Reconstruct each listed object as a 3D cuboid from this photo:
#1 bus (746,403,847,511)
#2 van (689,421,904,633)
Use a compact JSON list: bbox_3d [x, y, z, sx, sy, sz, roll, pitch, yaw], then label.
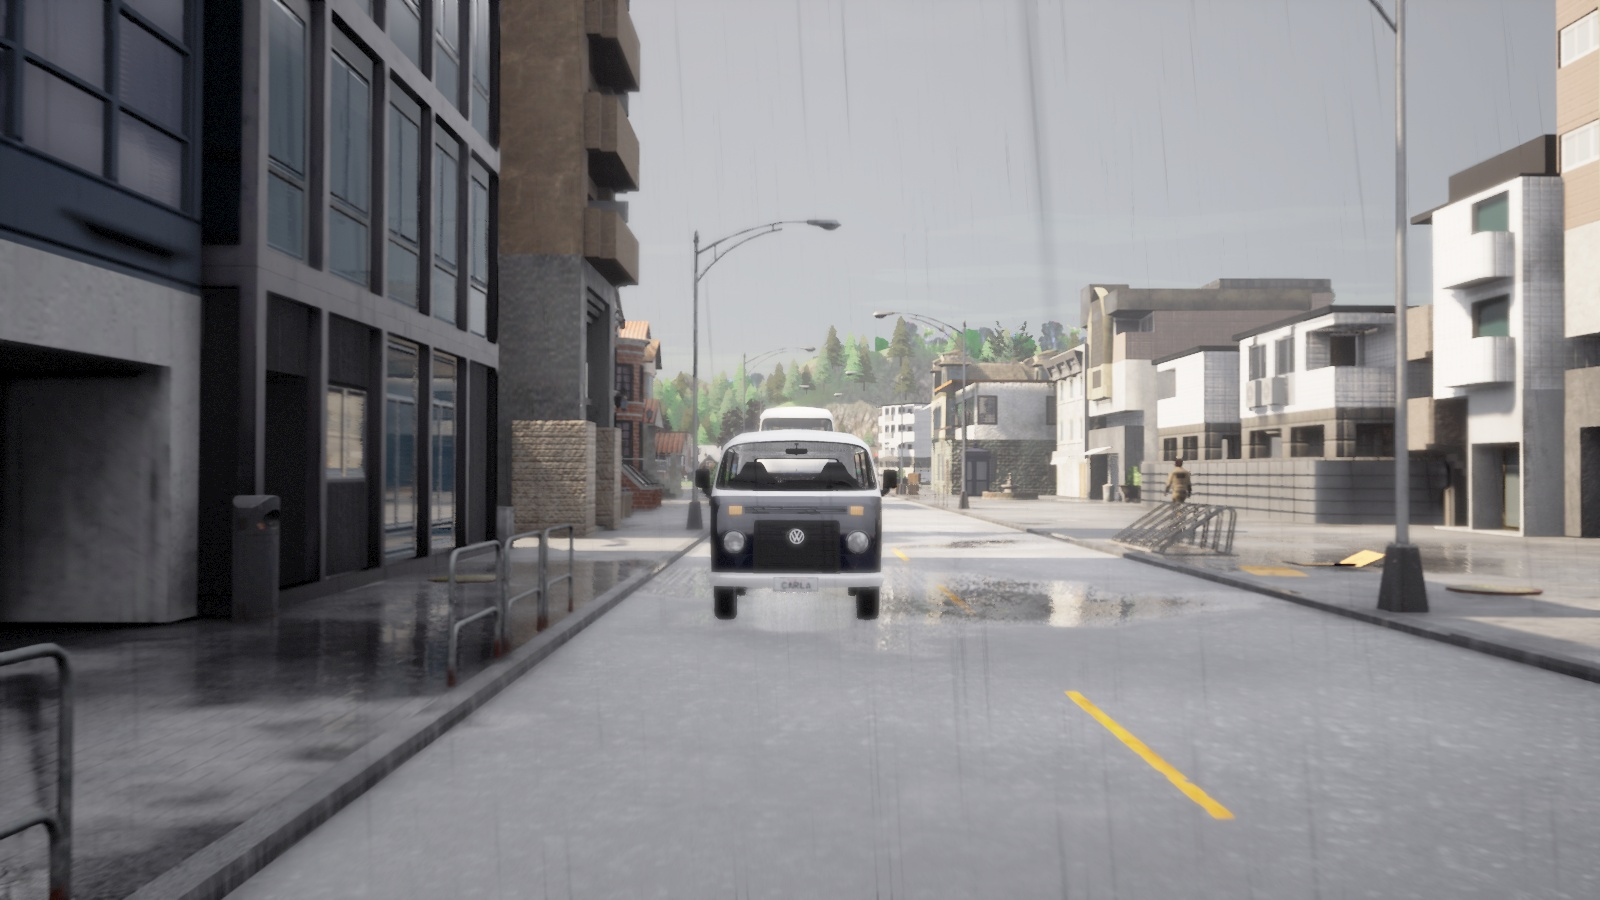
[{"bbox_3d":[-0.139,0.352,54.565,3.944,4.253,10.273,0,-1,0],"label":"bus"},{"bbox_3d":[-0.037,0.779,14.364,2.069,2.038,4.480,0,-1,0],"label":"van"}]
